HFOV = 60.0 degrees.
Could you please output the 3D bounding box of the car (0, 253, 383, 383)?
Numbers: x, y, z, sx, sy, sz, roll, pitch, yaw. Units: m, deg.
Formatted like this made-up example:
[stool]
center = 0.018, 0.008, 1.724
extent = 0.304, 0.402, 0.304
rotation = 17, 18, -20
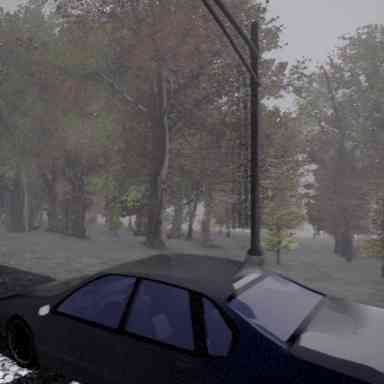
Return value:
[car]
center = -0.320, 1.509, 3.992
extent = 5.357, 1.411, 2.033
rotation = -2, 1, 35
